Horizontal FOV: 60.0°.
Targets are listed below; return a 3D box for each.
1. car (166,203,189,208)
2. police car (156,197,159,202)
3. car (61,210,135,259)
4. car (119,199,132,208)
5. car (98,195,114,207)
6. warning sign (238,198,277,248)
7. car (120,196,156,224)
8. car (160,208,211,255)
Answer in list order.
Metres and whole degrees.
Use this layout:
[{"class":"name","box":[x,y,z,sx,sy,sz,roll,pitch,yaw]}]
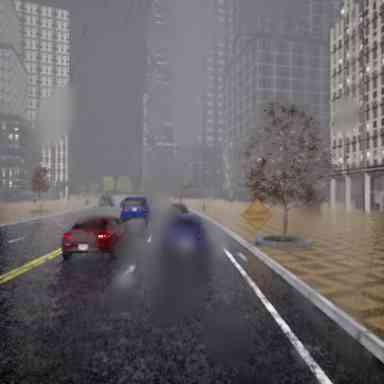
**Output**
[{"class":"car","box":[-1.218,1.678,28.607,1.812,1.442,4.674,0,0,-4]},{"class":"police car","box":[-10.067,1.897,88.417,1.930,1.638,5.238,0,0,-14]},{"class":"car","box":[-3.512,1.599,12.747,1.812,1.442,4.674,0,-1,-2]},{"class":"car","box":[-11.188,1.903,56.193,1.895,1.301,4.718,0,0,-8]},{"class":"car","box":[-14.566,1.528,56.720,2.150,2.045,5.566,0,0,-9]},{"class":"warning sign","box":[2.564,1.184,13.090,1.300,1.860,1.060,0,0,-2]},{"class":"car","box":[-4.325,1.368,26.589,2.150,2.045,5.566,0,0,-4]},{"class":"car","box":[-0.283,1.599,13.486,1.812,1.442,4.674,0,0,-2]}]
